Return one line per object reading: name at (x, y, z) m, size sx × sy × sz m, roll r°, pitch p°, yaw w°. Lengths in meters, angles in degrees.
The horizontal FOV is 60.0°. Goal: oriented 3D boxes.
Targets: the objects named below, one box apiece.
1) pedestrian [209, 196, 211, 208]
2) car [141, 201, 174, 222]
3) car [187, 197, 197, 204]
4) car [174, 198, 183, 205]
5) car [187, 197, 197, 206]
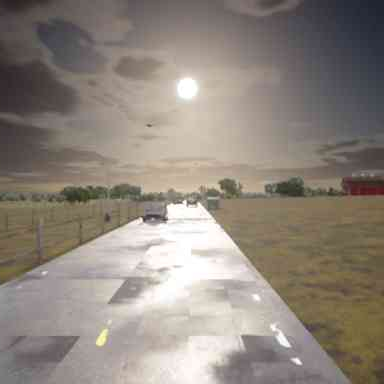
pedestrian at (2.822, 1.508, 50.969) m, size 0.375 × 1.860 × 0.375 m, roll 0°, pitch -1°, yaw -10°
car at (-2.852, 1.621, 26.978) m, size 2.033 × 1.411 × 5.357 m, roll 0°, pitch 0°, yaw 0°
car at (-0.004, 1.948, 76.256) m, size 2.033 × 1.411 × 5.357 m, roll 0°, pitch -1°, yaw 0°
car at (-2.755, 1.972, 67.712) m, size 1.994 × 1.385 × 4.181 m, roll 0°, pitch 0°, yaw 0°
car at (-0.005, 1.717, 59.585) m, size 2.128 × 1.511 × 4.902 m, roll 0°, pitch -1°, yaw 0°
